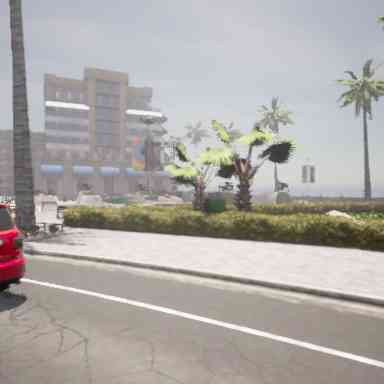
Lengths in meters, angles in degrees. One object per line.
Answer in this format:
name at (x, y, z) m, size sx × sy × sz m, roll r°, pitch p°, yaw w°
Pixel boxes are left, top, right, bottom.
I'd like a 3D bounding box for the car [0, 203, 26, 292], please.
car at (-6.074, 1.177, 7.112) m, size 5.566 × 2.045 × 2.150 m, roll 0°, pitch 0°, yaw 27°
